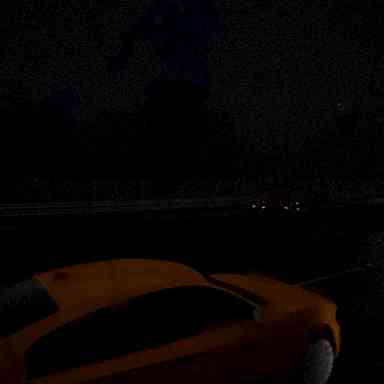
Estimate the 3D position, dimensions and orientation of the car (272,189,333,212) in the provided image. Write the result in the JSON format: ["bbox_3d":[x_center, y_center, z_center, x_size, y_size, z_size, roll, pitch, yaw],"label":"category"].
[{"bbox_3d":[9.741,0.828,28.136,5.566,2.045,2.150,-2,1,-35],"label":"car"}]

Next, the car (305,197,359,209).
[{"bbox_3d":[10.858,1.236,24.633,4.718,1.301,1.895,-2,1,-35],"label":"car"}]

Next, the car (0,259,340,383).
[{"bbox_3d":[-0.470,1.465,3.411,5.008,1.535,1.882,-1,0,-36],"label":"car"}]

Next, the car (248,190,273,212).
[{"bbox_3d":[7.709,0.828,30.985,5.566,2.045,2.150,-2,1,-35],"label":"car"}]
